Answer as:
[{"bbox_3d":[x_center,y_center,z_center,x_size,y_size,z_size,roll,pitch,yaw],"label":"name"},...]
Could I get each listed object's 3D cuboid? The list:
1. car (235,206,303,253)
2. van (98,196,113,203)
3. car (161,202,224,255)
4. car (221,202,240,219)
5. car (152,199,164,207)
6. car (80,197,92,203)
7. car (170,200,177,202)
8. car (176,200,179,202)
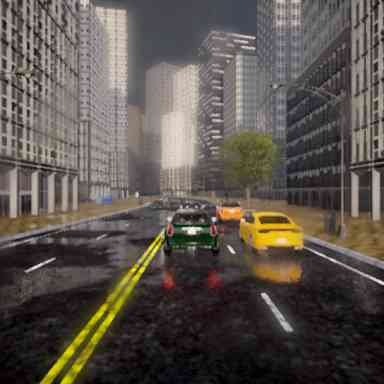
[{"bbox_3d":[3.246,1.615,14.485,1.882,1.535,5.008,0,0,0],"label":"car"},{"bbox_3d":[-22.710,1.930,86.704,3.998,1.788,1.690,0,0,1],"label":"van"},{"bbox_3d":[-0.008,1.483,14.077,2.097,1.767,4.553,0,-1,0],"label":"car"},{"bbox_3d":[3.232,1.620,29.077,2.097,1.767,4.553,0,-1,0],"label":"car"},{"bbox_3d":[-6.575,2.121,64.314,1.994,1.385,4.181,0,0,1],"label":"car"},{"bbox_3d":[-28.249,2.109,86.746,4.507,1.381,1.887,0,0,1],"label":"car"},{"bbox_3d":[-3.331,2.154,63.807,1.895,1.301,4.718,0,0,1],"label":"car"},{"bbox_3d":[-0.019,1.620,29.077,2.097,1.767,4.553,0,-1,0],"label":"car"}]
